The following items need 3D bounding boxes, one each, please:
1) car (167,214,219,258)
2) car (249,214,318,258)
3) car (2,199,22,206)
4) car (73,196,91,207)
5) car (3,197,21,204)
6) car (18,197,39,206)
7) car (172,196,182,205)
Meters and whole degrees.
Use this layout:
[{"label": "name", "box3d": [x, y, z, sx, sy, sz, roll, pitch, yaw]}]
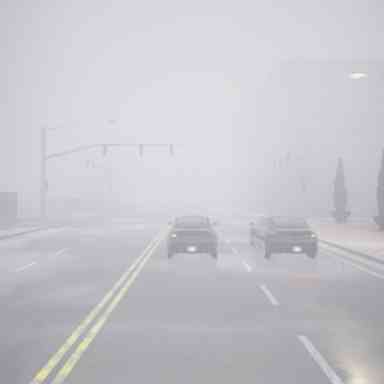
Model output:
[{"label": "car", "box3d": [0.019, 1.655, 13.500, 1.837, 1.490, 4.892, 0, 0, 0]}, {"label": "car", "box3d": [3.519, 1.655, 13.489, 1.837, 1.490, 4.892, 0, 0, 0]}, {"label": "car", "box3d": [-35.421, 2.077, 65.643, 1.784, 1.438, 3.905, 0, -1, 0]}, {"label": "car", "box3d": [-26.703, 2.272, 80.711, 1.970, 1.475, 3.806, 0, -1, 0]}, {"label": "car", "box3d": [-43.600, 2.029, 80.685, 1.932, 1.855, 4.605, 0, -1, 0]}, {"label": "car", "box3d": [-32.526, 2.108, 65.631, 1.970, 1.475, 3.806, 0, -1, 0]}, {"label": "car", "box3d": [-3.493, 2.091, 79.654, 2.150, 2.045, 5.566, 0, -1, 0]}]
